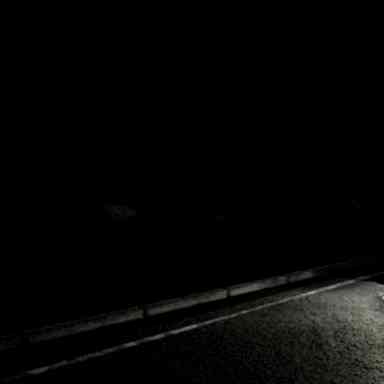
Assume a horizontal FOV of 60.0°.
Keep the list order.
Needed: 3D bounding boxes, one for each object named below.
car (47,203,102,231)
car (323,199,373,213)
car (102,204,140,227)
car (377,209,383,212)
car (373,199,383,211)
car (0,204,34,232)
[{"bbox_3d":[-7.761,1.471,21.007,2.097,1.535,5.008,0,0,-35],"label":"car"},{"bbox_3d":[18.010,1.590,39.352,2.097,1.535,5.008,0,0,-35],"label":"car"},{"bbox_3d":[-5.192,1.523,22.827,2.002,1.452,4.674,0,0,-35],"label":"car"},{"bbox_3d":[7.131,1.387,8.772,4.553,1.767,2.097,0,0,-36],"label":"car"},{"bbox_3d":[22.539,1.630,42.591,2.097,1.535,5.008,0,0,-35],"label":"car"},{"bbox_3d":[-10.421,1.461,19.099,2.231,1.521,4.892,0,0,-35],"label":"car"}]
